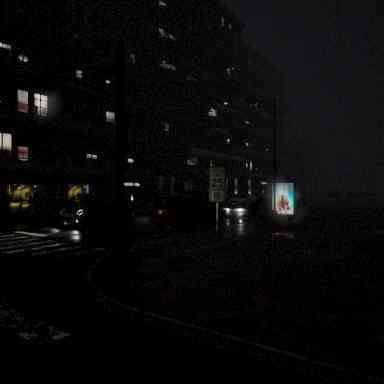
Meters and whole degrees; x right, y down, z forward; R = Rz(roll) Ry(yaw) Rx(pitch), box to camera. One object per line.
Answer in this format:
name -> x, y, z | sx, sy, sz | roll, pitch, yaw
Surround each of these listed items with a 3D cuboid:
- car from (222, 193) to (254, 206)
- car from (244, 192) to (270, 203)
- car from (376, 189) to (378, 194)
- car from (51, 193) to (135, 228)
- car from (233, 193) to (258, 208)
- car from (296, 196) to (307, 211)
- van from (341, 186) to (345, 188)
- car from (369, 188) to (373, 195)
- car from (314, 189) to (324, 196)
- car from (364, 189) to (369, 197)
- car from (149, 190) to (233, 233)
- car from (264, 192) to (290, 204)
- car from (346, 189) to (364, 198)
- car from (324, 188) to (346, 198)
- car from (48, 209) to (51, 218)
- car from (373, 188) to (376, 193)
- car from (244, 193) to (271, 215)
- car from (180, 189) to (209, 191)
car -> 5.706, 0.829, 40.656 | 2.008, 1.369, 4.403 | 2, 2, 35
car -> 8.890, 0.754, 45.196 | 1.802, 1.307, 4.206 | 2, 2, 35
car -> 44.457, -0.220, 81.312 | 2.008, 1.369, 4.403 | 1, 2, 35
car -> -5.640, 1.075, 19.992 | 2.097, 1.767, 4.553 | 0, 1, 35
car -> 5.546, 0.884, 35.919 | 1.812, 1.442, 4.674 | 0, 1, 35
car -> 9.419, 0.965, 31.357 | 1.947, 1.339, 4.313 | 1, 2, 35
van -> 37.553, -0.446, 86.054 | 1.690, 1.788, 3.998 | 2, 2, 35
car -> 34.902, 0.096, 67.688 | 1.887, 1.381, 4.507 | 1, 2, 35
car -> 27.998, -0.024, 72.435 | 1.967, 1.590, 4.097 | 2, 2, 35
car -> 31.717, 0.098, 63.143 | 1.967, 1.590, 4.097 | 1, 2, 35
car -> -0.135, 1.026, 17.726 | 2.192, 1.841, 5.009 | 1, 2, 35
car -> 11.363, 0.731, 44.162 | 1.994, 1.385, 4.181 | 0, 1, 36
car -> 28.532, 0.309, 58.605 | 1.887, 1.381, 4.507 | 1, 2, 35
car -> 25.000, 0.406, 58.109 | 1.895, 1.301, 4.718 | 0, 1, 35
car -> -7.030, 1.010, 22.487 | 2.192, 1.841, 5.009 | 1, 2, 35
car -> 38.087, -0.011, 72.230 | 1.887, 1.381, 4.507 | 1, 2, 35
car -> 6.234, 1.069, 26.815 | 1.947, 1.339, 4.313 | 1, 2, 35
car -> -0.103, 0.764, 27.880 | 2.150, 2.045, 5.566 | 0, 1, 36
